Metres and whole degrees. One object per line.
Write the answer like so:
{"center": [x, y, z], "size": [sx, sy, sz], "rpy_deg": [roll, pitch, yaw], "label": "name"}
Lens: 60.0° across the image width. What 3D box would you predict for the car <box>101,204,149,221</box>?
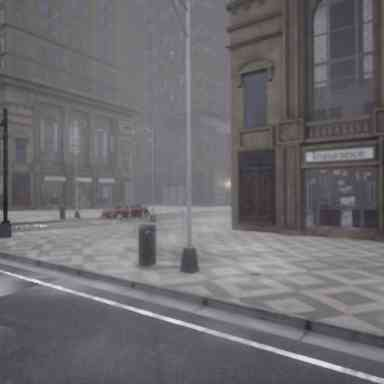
{"center": [-6.203, 1.835, 31.076], "size": [1.882, 1.535, 5.008], "rpy_deg": [0, 0, 35], "label": "car"}
